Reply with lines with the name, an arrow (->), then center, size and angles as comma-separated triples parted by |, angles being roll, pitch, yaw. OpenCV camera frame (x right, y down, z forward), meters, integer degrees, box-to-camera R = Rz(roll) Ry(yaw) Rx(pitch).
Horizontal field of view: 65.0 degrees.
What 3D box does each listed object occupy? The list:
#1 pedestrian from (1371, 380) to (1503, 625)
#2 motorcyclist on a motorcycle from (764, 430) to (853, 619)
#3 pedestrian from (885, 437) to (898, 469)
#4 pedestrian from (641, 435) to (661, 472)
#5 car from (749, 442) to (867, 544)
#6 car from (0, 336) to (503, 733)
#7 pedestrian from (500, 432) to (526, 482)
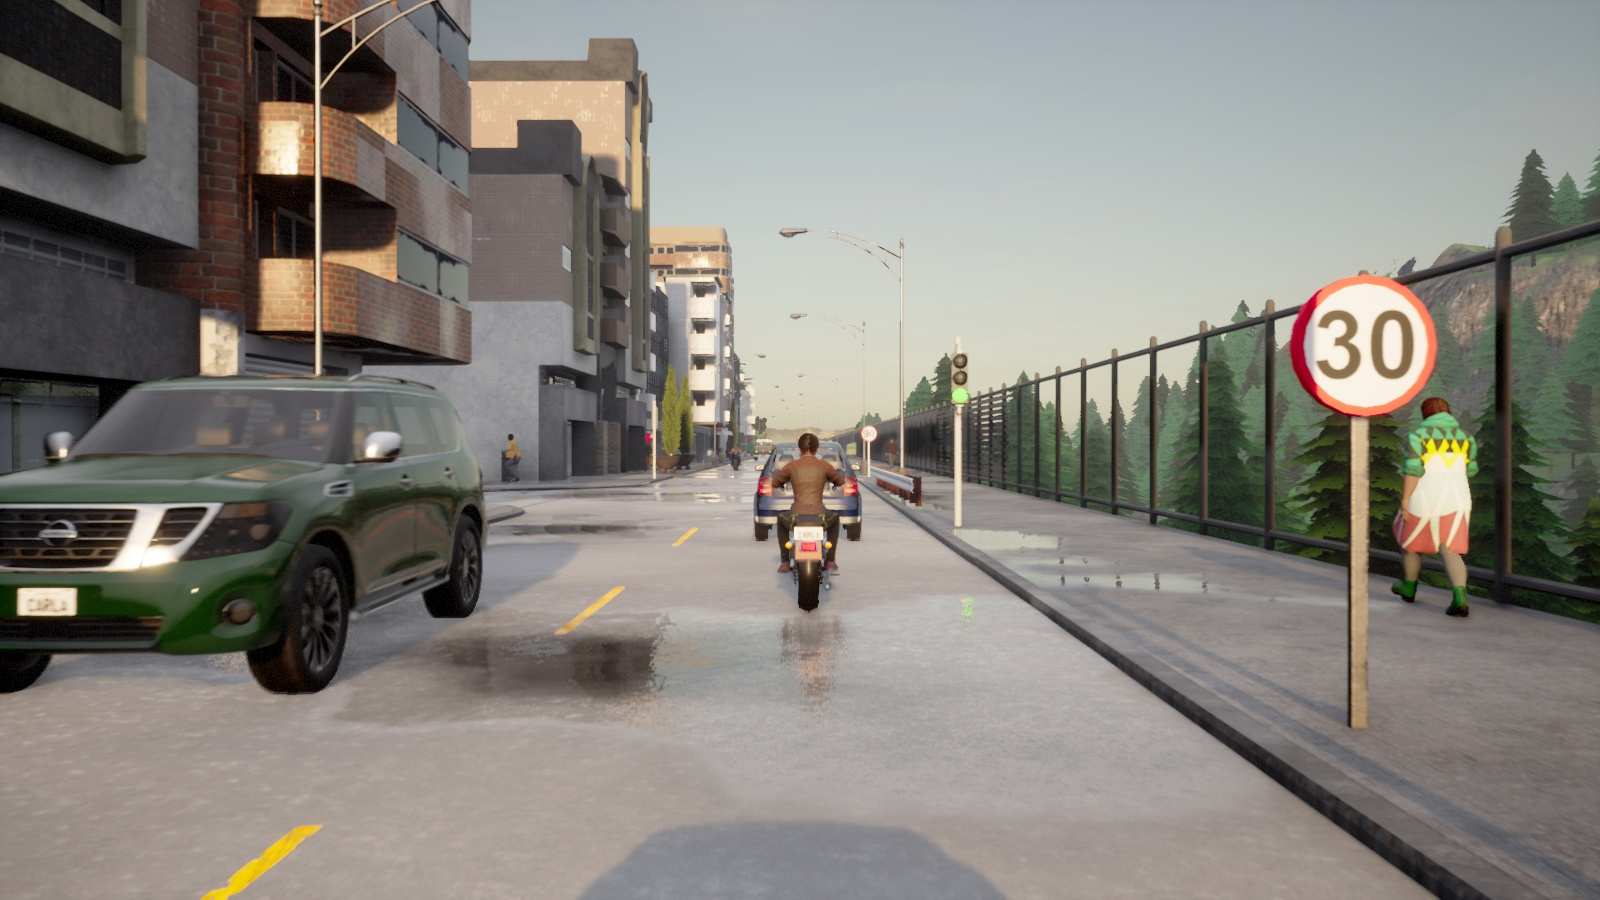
pedestrian -> 5.291, 0.418, 10.479 | 0.659, 1.952, 0.873 | 0, 0, 1
motorcyclist on a motorcycle -> 0.081, 0.648, 12.101 | 0.766, 1.649, 2.350 | 0, 0, 0
pedestrian -> 5.285, 0.164, 72.304 | 0.634, 1.844, 0.899 | 0, 0, -3
pedestrian -> -7.693, 0.183, 64.810 | 0.563, 1.883, 0.849 | 0, 0, 42
car -> 0.128, 0.640, 20.867 | 1.789, 1.549, 3.705 | 0, 0, 0
car -> -3.934, 0.425, 9.254 | 2.150, 2.045, 5.566 | 0, 0, 0
pedestrian -> -10.720, 0.266, 46.844 | 0.900, 1.855, 0.874 | 0, 0, -15
